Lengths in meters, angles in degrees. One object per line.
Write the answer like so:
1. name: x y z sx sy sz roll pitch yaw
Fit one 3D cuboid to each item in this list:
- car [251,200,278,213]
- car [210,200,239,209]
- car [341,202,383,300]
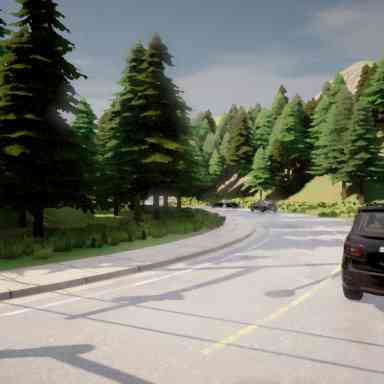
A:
1. car: 8.599 1.683 39.800 1.812 1.442 4.674 0 0 -13
2. car: 4.697 1.787 49.356 1.895 1.301 4.718 0 0 -33
3. car: 5.057 1.245 7.784 2.150 2.045 5.566 0 0 35
